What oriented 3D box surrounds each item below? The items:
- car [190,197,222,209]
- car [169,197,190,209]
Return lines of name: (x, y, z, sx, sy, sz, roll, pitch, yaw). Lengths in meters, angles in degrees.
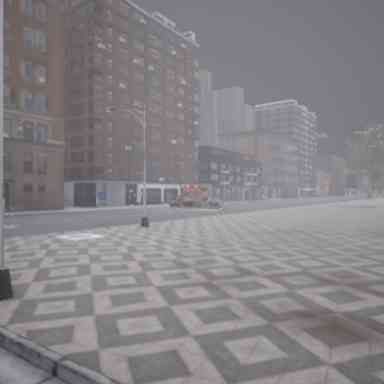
car: (2.323, 1.503, 45.986, 1.837, 1.490, 4.892, 0, 0, 36)
car: (-1.156, 1.466, 46.726, 1.882, 1.535, 5.008, 0, 0, 36)
